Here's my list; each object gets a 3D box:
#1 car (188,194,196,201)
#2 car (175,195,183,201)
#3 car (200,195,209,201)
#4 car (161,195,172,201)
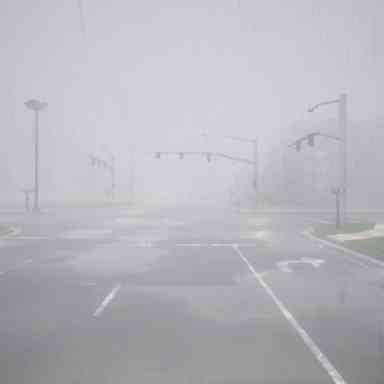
[{"bbox_3d":[-0.027,1.467,86.160,2.128,1.511,4.902,0,0,0],"label":"car"},{"bbox_3d":[-3.527,1.474,86.575,1.812,1.442,4.674,0,0,0],"label":"car"},{"bbox_3d":[3.473,1.502,86.579,1.994,1.385,4.181,0,0,0],"label":"car"},{"bbox_3d":[-7.027,1.537,86.187,1.895,1.301,4.718,0,0,0],"label":"car"}]
